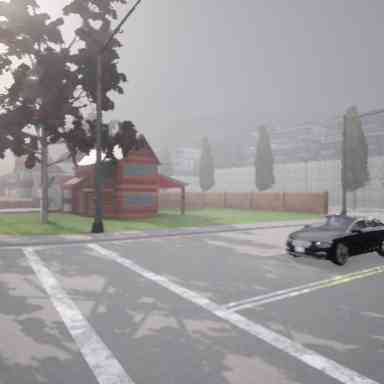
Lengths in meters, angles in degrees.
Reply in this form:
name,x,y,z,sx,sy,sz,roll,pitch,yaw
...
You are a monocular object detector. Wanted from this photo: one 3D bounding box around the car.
name,x,y,z,sx,sy,sz,roll,pitch,yaw
car,5.473,1.606,12.115,4.902,1.511,2.128,1,0,-35
